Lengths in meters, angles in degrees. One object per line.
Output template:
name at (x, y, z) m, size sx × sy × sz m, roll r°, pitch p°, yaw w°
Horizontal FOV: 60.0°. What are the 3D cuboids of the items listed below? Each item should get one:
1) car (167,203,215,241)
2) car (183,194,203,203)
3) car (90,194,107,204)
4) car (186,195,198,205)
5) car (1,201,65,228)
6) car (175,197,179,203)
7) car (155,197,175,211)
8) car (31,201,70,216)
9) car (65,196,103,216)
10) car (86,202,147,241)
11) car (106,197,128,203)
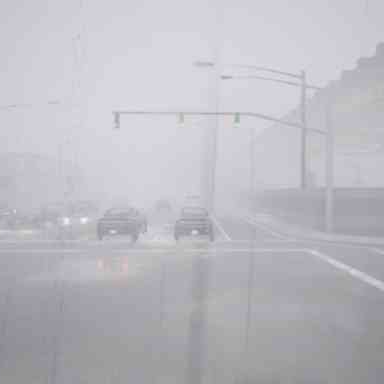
car at (0.105, 1.501, 16.559) m, size 2.128 × 1.511 × 4.902 m, roll 0°, pitch 0°, yaw 0°
car at (0.111, 1.244, 39.316) m, size 2.150 × 2.045 × 5.566 m, roll 0°, pitch 0°, yaw 0°
car at (-14.032, 1.252, 49.092) m, size 2.150 × 2.045 × 5.566 m, roll 0°, pitch 0°, yaw 1°
car at (0.018, 1.386, 60.542) m, size 2.097 × 1.767 × 4.553 m, roll 0°, pitch 0°, yaw 0°
car at (-10.586, 1.539, 22.567) m, size 1.812 × 1.442 × 4.674 m, roll 0°, pitch 0°, yaw 0°
car at (-3.484, 1.598, 60.087) m, size 1.994 × 1.385 × 4.181 m, roll 0°, pitch 0°, yaw 0°
car at (-3.389, 1.528, 40.105) m, size 1.837 × 1.490 × 4.892 m, roll 0°, pitch 0°, yaw 0°
car at (-14.075, 1.621, 33.461) m, size 1.895 × 1.301 × 4.718 m, roll 0°, pitch 0°, yaw 1°
car at (-10.578, 1.497, 32.661) m, size 1.882 × 1.535 × 5.008 m, roll 0°, pitch 0°, yaw 0°
car at (-3.394, 1.501, 16.764) m, size 2.128 × 1.511 × 4.902 m, roll 0°, pitch 0°, yaw 0°
car at (-10.543, 1.535, 48.390) m, size 1.837 × 1.490 × 4.892 m, roll 0°, pitch -1°, yaw 0°
